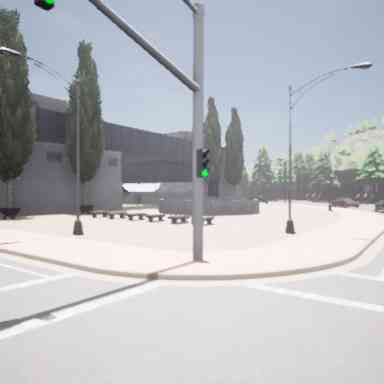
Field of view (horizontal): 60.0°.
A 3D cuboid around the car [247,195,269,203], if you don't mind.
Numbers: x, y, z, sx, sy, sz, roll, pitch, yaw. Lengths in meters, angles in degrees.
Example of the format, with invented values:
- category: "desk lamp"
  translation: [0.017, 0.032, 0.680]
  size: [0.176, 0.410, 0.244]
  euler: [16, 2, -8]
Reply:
- category: "car"
  translation: [13.320, 1.399, 66.866]
  size: [1.882, 1.535, 5.008]
  euler: [1, 0, -36]

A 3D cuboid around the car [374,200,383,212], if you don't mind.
- category: "car"
  translation: [20.804, 1.515, 35.030]
  size: [1.812, 1.442, 4.674]
  euler: [0, 0, 9]

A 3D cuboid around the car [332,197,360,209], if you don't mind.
- category: "car"
  translation: [21.325, 1.498, 46.339]
  size: [1.812, 1.442, 4.674]
  euler: [0, 0, -7]
